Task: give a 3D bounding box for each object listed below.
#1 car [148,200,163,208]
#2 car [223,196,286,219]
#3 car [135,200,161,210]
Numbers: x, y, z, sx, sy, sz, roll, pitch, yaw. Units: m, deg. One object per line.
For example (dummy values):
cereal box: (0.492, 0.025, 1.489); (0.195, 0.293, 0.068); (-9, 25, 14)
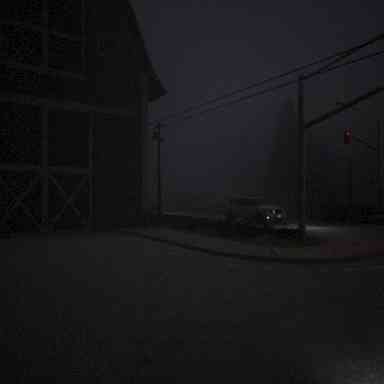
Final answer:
car: (-5.382, 1.755, 41.426); (1.882, 1.535, 5.008); (0, 0, -34)
car: (4.813, 1.398, 26.553); (2.150, 2.045, 5.566); (0, 0, -34)
car: (-6.644, 1.927, 49.621); (1.895, 1.301, 4.718); (0, 0, -34)
